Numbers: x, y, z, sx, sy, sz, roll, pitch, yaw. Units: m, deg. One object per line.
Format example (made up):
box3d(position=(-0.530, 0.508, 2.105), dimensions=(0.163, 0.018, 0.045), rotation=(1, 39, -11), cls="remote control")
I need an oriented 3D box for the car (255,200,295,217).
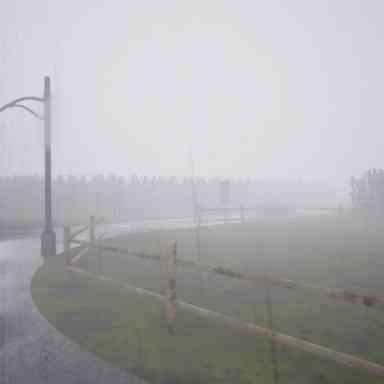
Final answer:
box3d(position=(7.948, 1.516, 31.388), dimensions=(4.902, 1.511, 2.128), rotation=(0, -1, -45), cls="car")
